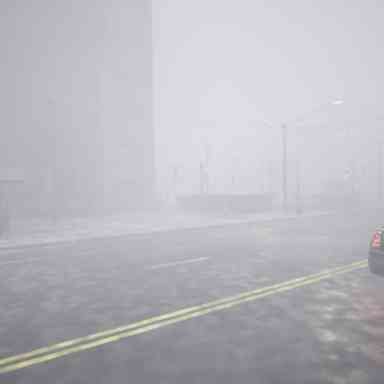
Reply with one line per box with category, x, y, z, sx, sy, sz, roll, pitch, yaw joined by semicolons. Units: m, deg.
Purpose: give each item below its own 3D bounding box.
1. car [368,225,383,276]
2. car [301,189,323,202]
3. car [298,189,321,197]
car;6.516;1.146;8.445;4.553;1.767;2.097;-1;1;-35
car;16.473;0.426;46.961;4.553;1.767;2.185;-1;1;-36
car;23.379;0.251;66.023;4.674;1.452;2.002;-1;1;-36
